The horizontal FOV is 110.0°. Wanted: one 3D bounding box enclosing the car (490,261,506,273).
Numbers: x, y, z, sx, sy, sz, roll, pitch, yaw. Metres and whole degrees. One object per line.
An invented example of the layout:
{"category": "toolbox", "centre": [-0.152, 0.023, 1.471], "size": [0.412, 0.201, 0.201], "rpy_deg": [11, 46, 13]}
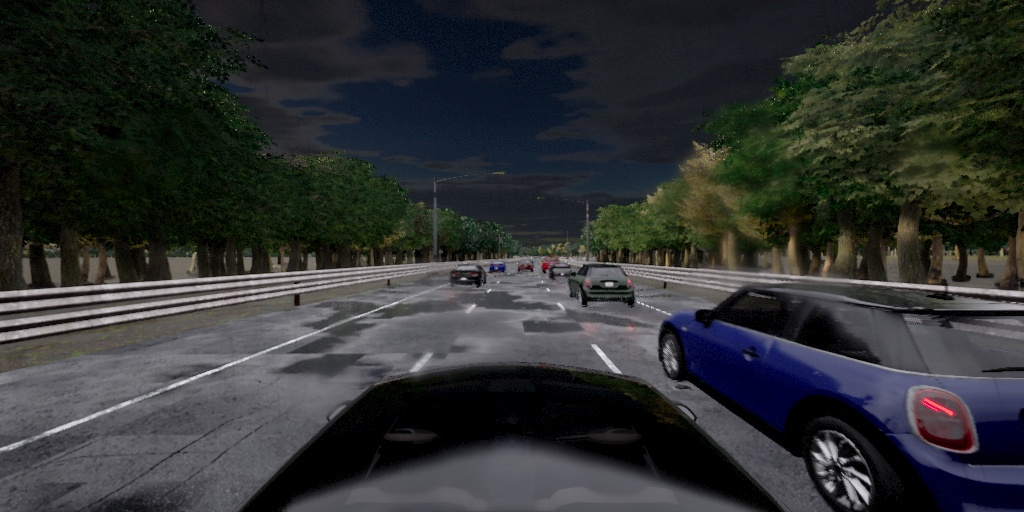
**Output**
{"category": "car", "centre": [-1.803, 1.384, 47.580], "size": [1.882, 1.535, 5.008], "rpy_deg": [0, 0, 3]}

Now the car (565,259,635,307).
{"category": "car", "centre": [3.772, 1.127, 15.817], "size": [2.097, 1.767, 4.553], "rpy_deg": [0, 0, 1]}

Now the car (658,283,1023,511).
{"category": "car", "centre": [3.536, 1.104, 4.321], "size": [2.097, 1.767, 4.553], "rpy_deg": [0, 0, 1]}

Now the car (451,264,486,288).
{"category": "car", "centre": [-2.876, 1.280, 24.455], "size": [1.882, 1.535, 5.008], "rpy_deg": [0, 0, 2]}

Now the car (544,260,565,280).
{"category": "car", "centre": [4.347, 1.332, 32.403], "size": [2.128, 1.511, 4.902], "rpy_deg": [0, 0, 2]}

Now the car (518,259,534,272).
{"category": "car", "centre": [1.896, 1.272, 50.246], "size": [2.097, 1.767, 4.553], "rpy_deg": [0, 0, 2]}

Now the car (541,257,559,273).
{"category": "car", "centre": [5.047, 1.128, 46.431], "size": [2.150, 2.045, 5.566], "rpy_deg": [0, 0, 3]}
